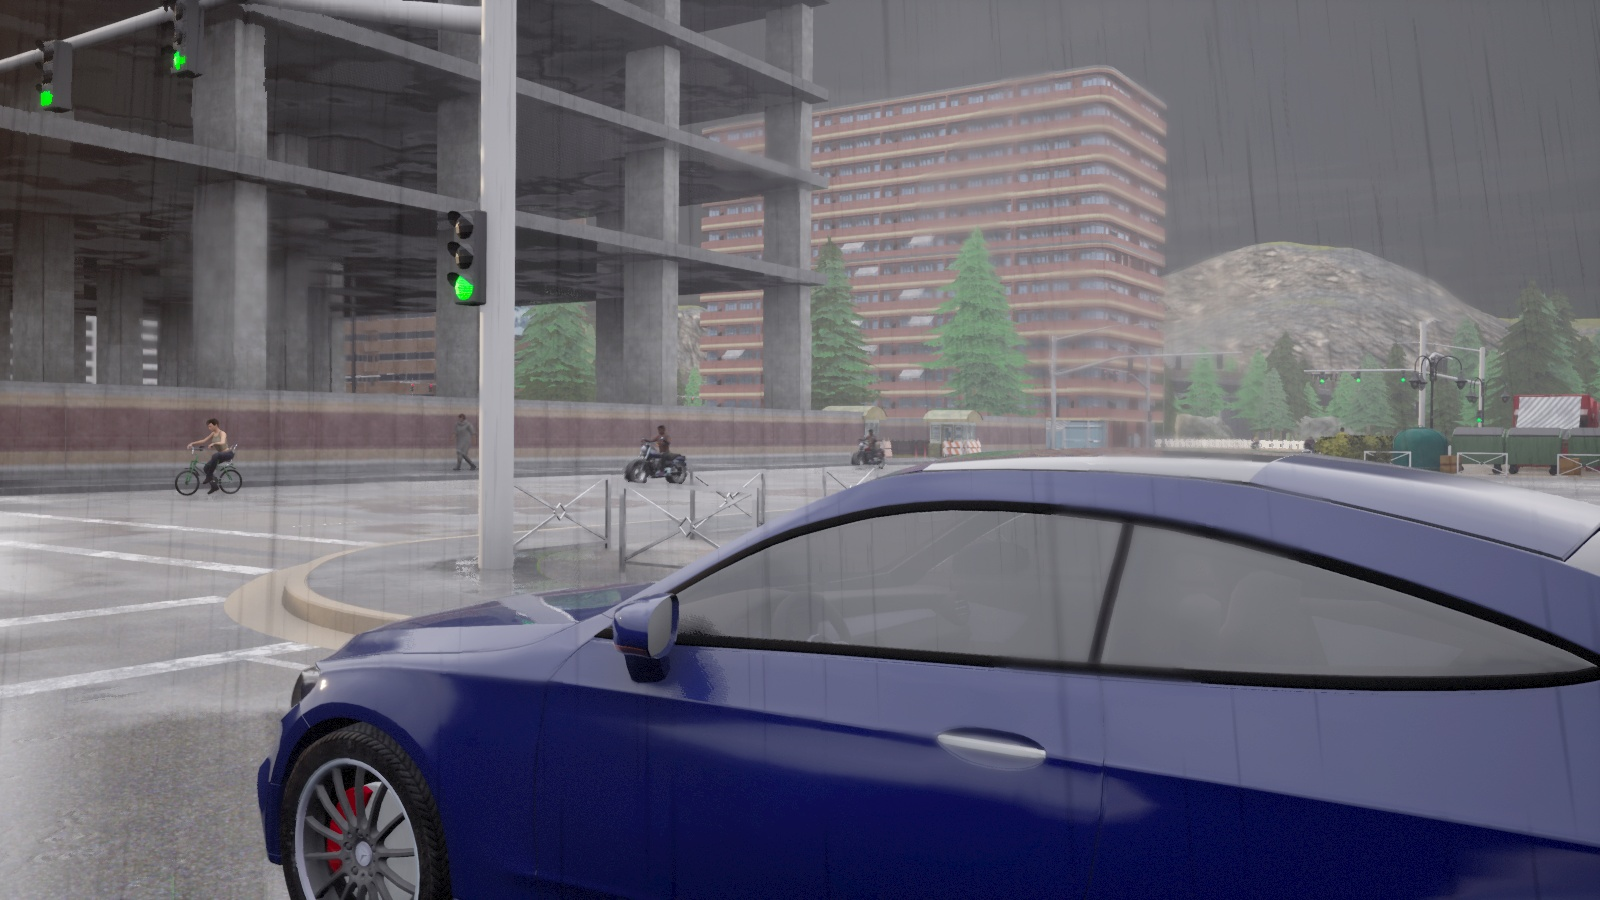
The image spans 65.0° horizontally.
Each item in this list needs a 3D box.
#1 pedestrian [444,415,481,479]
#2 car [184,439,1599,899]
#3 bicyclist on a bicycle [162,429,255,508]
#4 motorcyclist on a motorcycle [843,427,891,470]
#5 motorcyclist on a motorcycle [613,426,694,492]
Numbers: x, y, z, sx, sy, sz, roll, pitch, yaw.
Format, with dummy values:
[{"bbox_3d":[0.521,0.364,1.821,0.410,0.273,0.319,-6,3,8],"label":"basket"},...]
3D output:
[{"bbox_3d":[-10.487,-0.101,39.081,0.659,1.952,0.873,0,1,34],"label":"pedestrian"},{"bbox_3d":[0.620,0.708,3.212,4.674,1.442,1.812,0,1,34],"label":"car"},{"bbox_3d":[-12.388,0.365,26.348,0.866,1.612,1.509,0,1,34],"label":"bicyclist on a bicycle"},{"bbox_3d":[2.625,-0.068,49.130,0.766,1.649,2.350,0,1,33],"label":"motorcyclist on a motorcycle"},{"bbox_3d":[-3.818,0.210,32.998,0.766,1.649,2.350,0,1,33],"label":"motorcyclist on a motorcycle"}]
